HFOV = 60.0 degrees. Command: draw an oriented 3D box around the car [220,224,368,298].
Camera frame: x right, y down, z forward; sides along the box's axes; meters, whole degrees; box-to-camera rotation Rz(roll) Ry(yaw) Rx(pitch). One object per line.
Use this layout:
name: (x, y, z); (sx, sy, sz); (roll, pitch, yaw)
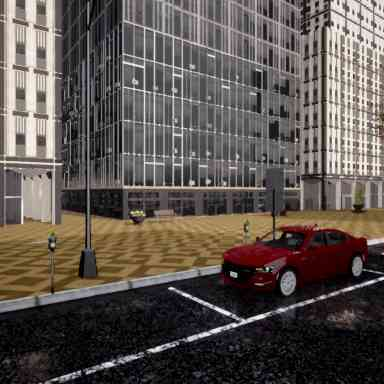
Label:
car: (2.730, 1.545, 8.516); (4.507, 1.381, 1.887); (0, 0, -36)
